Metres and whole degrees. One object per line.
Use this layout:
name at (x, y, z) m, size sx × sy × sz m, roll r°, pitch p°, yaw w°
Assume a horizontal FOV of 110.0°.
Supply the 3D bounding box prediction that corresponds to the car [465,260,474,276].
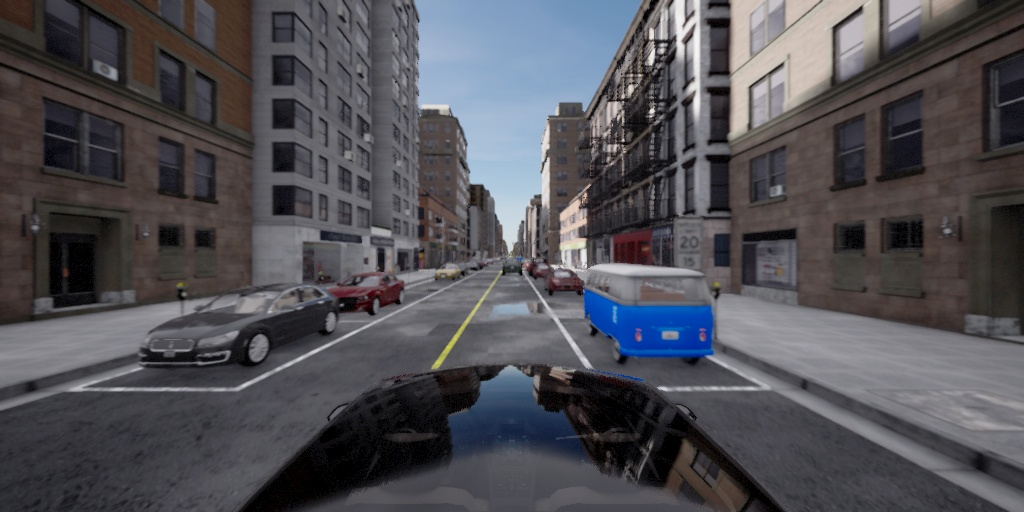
car at (-5.363, 1.313, 36.233) m, size 1.948 × 1.339 × 4.313 m, roll 0°, pitch 0°, yaw 0°

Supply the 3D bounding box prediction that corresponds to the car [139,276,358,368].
car at (-5.385, 1.305, 7.822) m, size 2.007 × 1.370 × 4.403 m, roll 0°, pitch 0°, yaw 0°

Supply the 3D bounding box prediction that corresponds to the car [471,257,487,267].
car at (-5.350, 1.050, 53.277) m, size 2.192 × 1.841 × 5.009 m, roll 0°, pitch 0°, yaw 0°

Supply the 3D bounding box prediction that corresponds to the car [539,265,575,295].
car at (2.649, 1.326, 19.187) m, size 1.802 × 1.307 × 4.207 m, roll 0°, pitch 0°, yaw 0°

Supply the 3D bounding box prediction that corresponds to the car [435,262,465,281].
car at (-5.368, 1.276, 30.380) m, size 1.751 × 1.417 × 4.829 m, roll 0°, pitch 0°, yaw 0°

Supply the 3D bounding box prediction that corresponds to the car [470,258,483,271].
car at (-5.355, 1.305, 47.596) m, size 1.948 × 1.339 × 4.313 m, roll 0°, pitch 0°, yaw 0°

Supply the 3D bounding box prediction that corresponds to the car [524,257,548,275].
car at (2.662, 1.052, 36.232) m, size 2.192 × 1.841 × 5.009 m, roll 0°, pitch 0°, yaw 0°

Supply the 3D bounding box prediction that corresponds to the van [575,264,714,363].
van at (2.640, 1.085, 7.825) m, size 1.690 × 1.789 × 3.998 m, roll 0°, pitch 0°, yaw 0°

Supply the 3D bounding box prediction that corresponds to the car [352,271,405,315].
car at (-5.380, 1.300, 13.504) m, size 1.888 × 1.381 × 4.507 m, roll 0°, pitch 0°, yaw 0°

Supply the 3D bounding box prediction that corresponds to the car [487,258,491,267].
car at (-5.342, 1.167, 64.641) m, size 1.967 × 1.591 × 4.097 m, roll 0°, pitch 0°, yaw 0°

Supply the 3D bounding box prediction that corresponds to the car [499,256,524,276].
car at (0.024, 1.092, 37.510) m, size 2.097 × 1.767 × 4.553 m, roll 0°, pitch 0°, yaw 0°

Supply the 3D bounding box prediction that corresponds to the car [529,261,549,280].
car at (2.657, 1.323, 30.551) m, size 1.802 × 1.307 × 4.207 m, roll 0°, pitch 0°, yaw 0°
